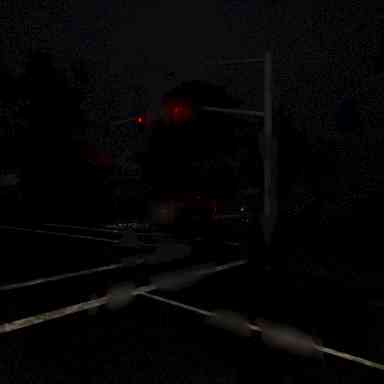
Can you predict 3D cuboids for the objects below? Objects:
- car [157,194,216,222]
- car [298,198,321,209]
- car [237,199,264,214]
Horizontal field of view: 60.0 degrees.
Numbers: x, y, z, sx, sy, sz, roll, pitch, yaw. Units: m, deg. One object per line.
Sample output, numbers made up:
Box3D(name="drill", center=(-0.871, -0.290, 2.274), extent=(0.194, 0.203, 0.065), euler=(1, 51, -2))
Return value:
Box3D(name="car", center=(-0.332, 1.221, 27.013), extent=(2.150, 2.045, 5.566), euler=(0, 0, 41))
Box3D(name="car", center=(16.395, 1.525, 46.224), extent=(1.812, 1.442, 4.674), euler=(0, 0, 41))
Box3D(name="car", center=(6.617, 1.491, 34.994), extent=(2.128, 1.511, 4.902), euler=(0, 0, 41))
